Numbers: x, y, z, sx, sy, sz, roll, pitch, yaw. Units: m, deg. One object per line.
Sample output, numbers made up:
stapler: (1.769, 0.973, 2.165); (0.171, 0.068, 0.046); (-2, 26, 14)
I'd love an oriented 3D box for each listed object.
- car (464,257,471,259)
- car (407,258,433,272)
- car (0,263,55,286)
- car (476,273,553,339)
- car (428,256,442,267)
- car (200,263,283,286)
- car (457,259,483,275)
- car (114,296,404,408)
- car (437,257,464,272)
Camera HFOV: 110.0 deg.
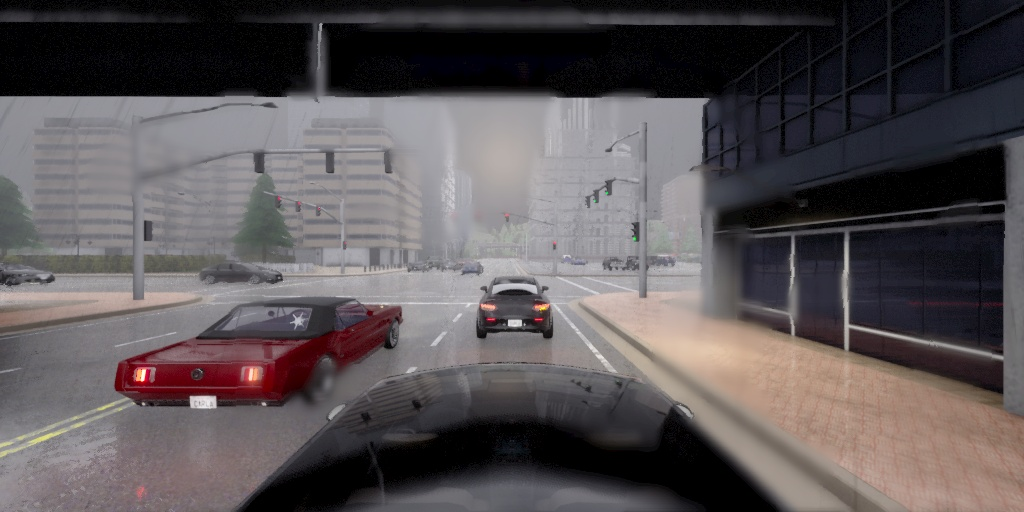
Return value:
car: (-8.173, 1.102, 56.317); (2.097, 1.767, 4.553); (0, 0, 0)
car: (-11.582, 1.314, 44.610); (1.994, 1.385, 4.181); (0, 0, 0)
car: (-34.074, 1.240, 24.242); (4.902, 1.511, 2.128); (0, 0, 0)
car: (0.071, 1.276, 10.004); (1.812, 1.442, 4.674); (0, 0, 0)
car: (-11.656, 0.971, 53.968); (2.150, 2.045, 5.566); (0, 0, -1)
car: (-18.369, 1.255, 24.484); (4.892, 1.490, 1.837); (0, 0, -2)
car: (-4.213, 1.297, 38.304); (2.033, 1.411, 5.357); (0, 0, 0)
car: (-3.440, 1.351, 6.237); (1.895, 1.301, 4.718); (0, 0, 0)
car: (-8.107, 1.241, 47.406); (2.128, 1.511, 4.902); (0, 0, 0)
